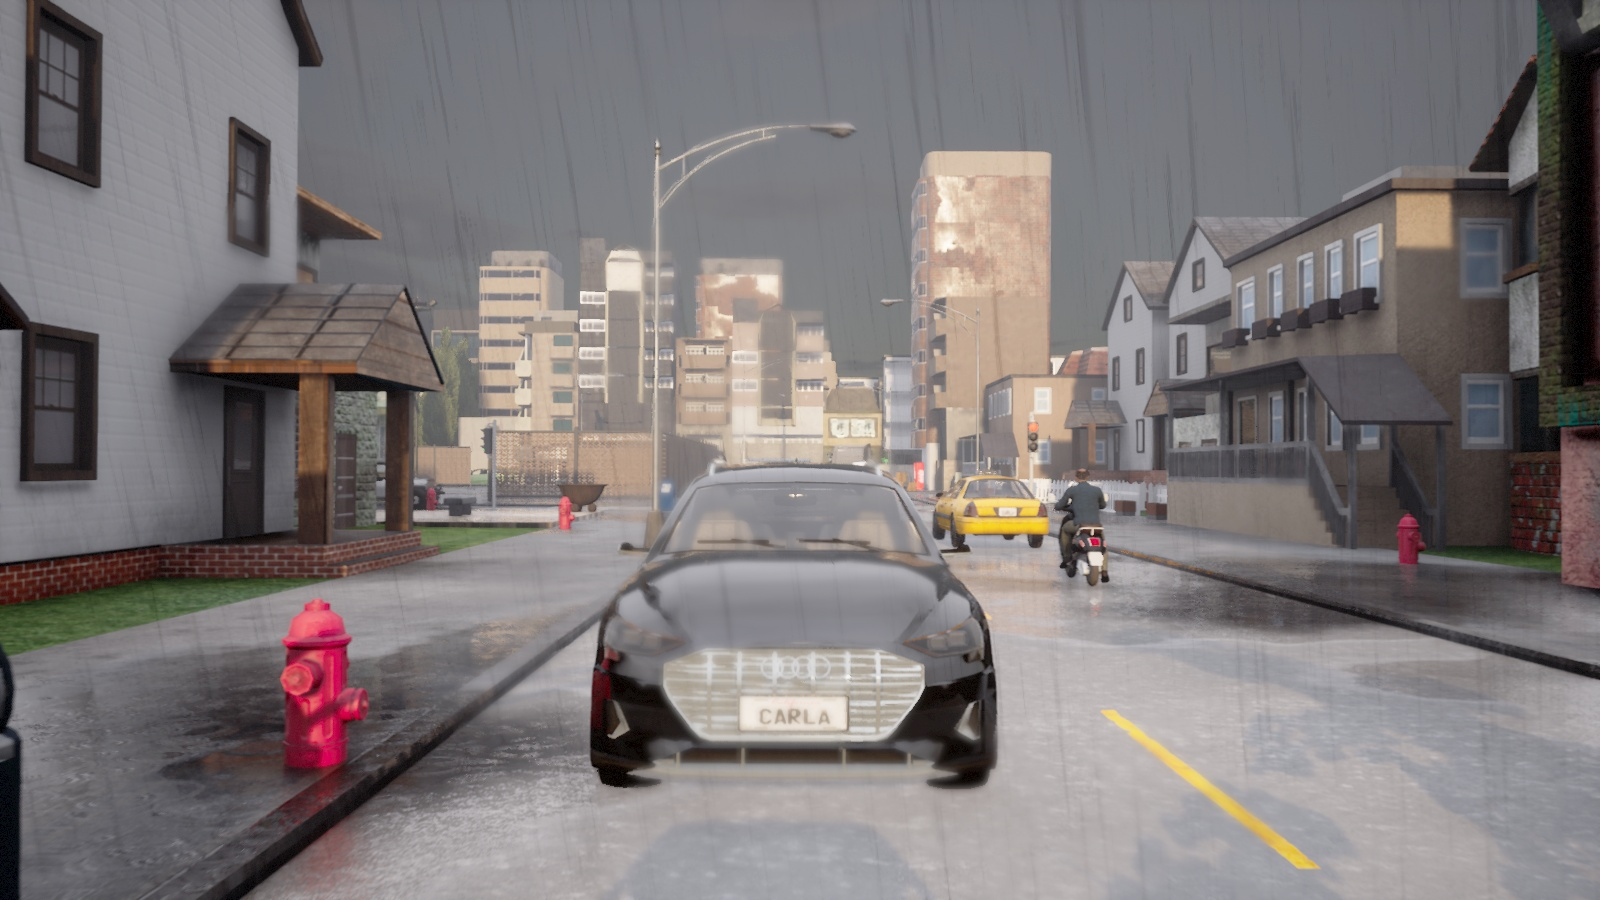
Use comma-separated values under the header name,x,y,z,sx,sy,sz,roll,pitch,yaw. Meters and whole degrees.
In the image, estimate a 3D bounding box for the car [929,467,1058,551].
name,x,y,z,sx,sy,sz,roll,pitch,yaw
car,3.941,1.154,26.428,1.801,1.575,5.366,0,-1,-1

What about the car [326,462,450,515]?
name,x,y,z,sx,sy,sz,roll,pitch,yaw
car,-14.860,1.387,45.448,3.866,1.878,1.905,0,-1,0

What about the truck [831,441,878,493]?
name,x,y,z,sx,sy,sz,roll,pitch,yaw
truck,3.764,1.218,88.639,2.891,3.462,7.936,0,-1,0

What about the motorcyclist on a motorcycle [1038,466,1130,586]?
name,x,y,z,sx,sy,sz,roll,pitch,yaw
motorcyclist on a motorcycle,3.956,1.029,17.624,0.866,1.590,1.817,0,-1,0

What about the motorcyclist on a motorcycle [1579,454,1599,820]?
name,x,y,z,sx,sy,sz,roll,pitch,yaw
motorcyclist on a motorcycle,3.987,0.821,4.613,0.766,1.649,2.350,0,-1,0

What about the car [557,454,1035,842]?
name,x,y,z,sx,sy,sz,roll,pitch,yaw
car,-0.021,0.865,7.786,2.033,1.649,4.856,0,0,0
